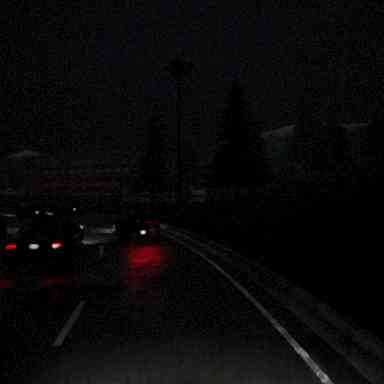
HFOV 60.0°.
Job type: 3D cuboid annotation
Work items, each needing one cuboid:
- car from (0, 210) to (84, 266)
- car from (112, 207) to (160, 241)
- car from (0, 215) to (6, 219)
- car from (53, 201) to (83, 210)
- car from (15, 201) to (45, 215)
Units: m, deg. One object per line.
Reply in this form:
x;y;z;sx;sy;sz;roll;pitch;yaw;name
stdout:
-4.987;1.583;11.762;2.033;1.411;5.357;0;0;-13;car
-2.931;1.542;17.078;1.837;1.490;4.892;0;0;-18;car
-10.212;1.536;15.914;1.882;1.535;5.008;0;0;-20;car
-12.787;1.661;34.108;1.994;1.385;4.181;0;0;-40;car
-15.656;1.608;32.122;1.837;1.490;4.892;1;-1;-40;car
